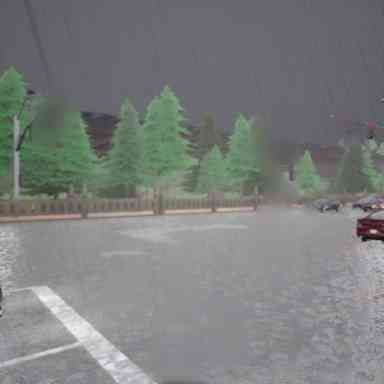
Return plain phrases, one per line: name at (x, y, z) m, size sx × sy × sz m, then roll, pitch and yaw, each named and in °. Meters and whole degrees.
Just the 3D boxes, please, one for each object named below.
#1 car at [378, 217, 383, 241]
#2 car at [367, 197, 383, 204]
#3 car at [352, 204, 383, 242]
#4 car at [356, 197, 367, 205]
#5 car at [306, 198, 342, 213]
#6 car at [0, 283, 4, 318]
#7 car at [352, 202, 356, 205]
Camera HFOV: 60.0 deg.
car at (7.370, 1.468, 9.167) m, size 5.008 × 1.535 × 1.882 m, roll 0°, pitch 0°, yaw -36°
car at (18.442, 1.313, 30.479) m, size 4.553 × 1.767 × 2.097 m, roll 0°, pitch 0°, yaw -36°
car at (9.370, 1.458, 14.957) m, size 5.008 × 1.535 × 1.882 m, roll 0°, pitch 0°, yaw -36°
car at (20.604, 1.498, 36.386) m, size 5.357 × 1.411 × 2.033 m, roll 0°, pitch 0°, yaw -36°
car at (14.434, 1.444, 36.219) m, size 4.892 × 1.490 × 1.837 m, roll 0°, pitch 0°, yaw -36°
car at (-5.233, 1.479, 4.307) m, size 4.892 × 1.490 × 1.837 m, roll 0°, pitch 0°, yaw -36°
car at (22.115, 1.418, 41.801) m, size 5.008 × 1.535 × 1.882 m, roll 0°, pitch 0°, yaw -36°
